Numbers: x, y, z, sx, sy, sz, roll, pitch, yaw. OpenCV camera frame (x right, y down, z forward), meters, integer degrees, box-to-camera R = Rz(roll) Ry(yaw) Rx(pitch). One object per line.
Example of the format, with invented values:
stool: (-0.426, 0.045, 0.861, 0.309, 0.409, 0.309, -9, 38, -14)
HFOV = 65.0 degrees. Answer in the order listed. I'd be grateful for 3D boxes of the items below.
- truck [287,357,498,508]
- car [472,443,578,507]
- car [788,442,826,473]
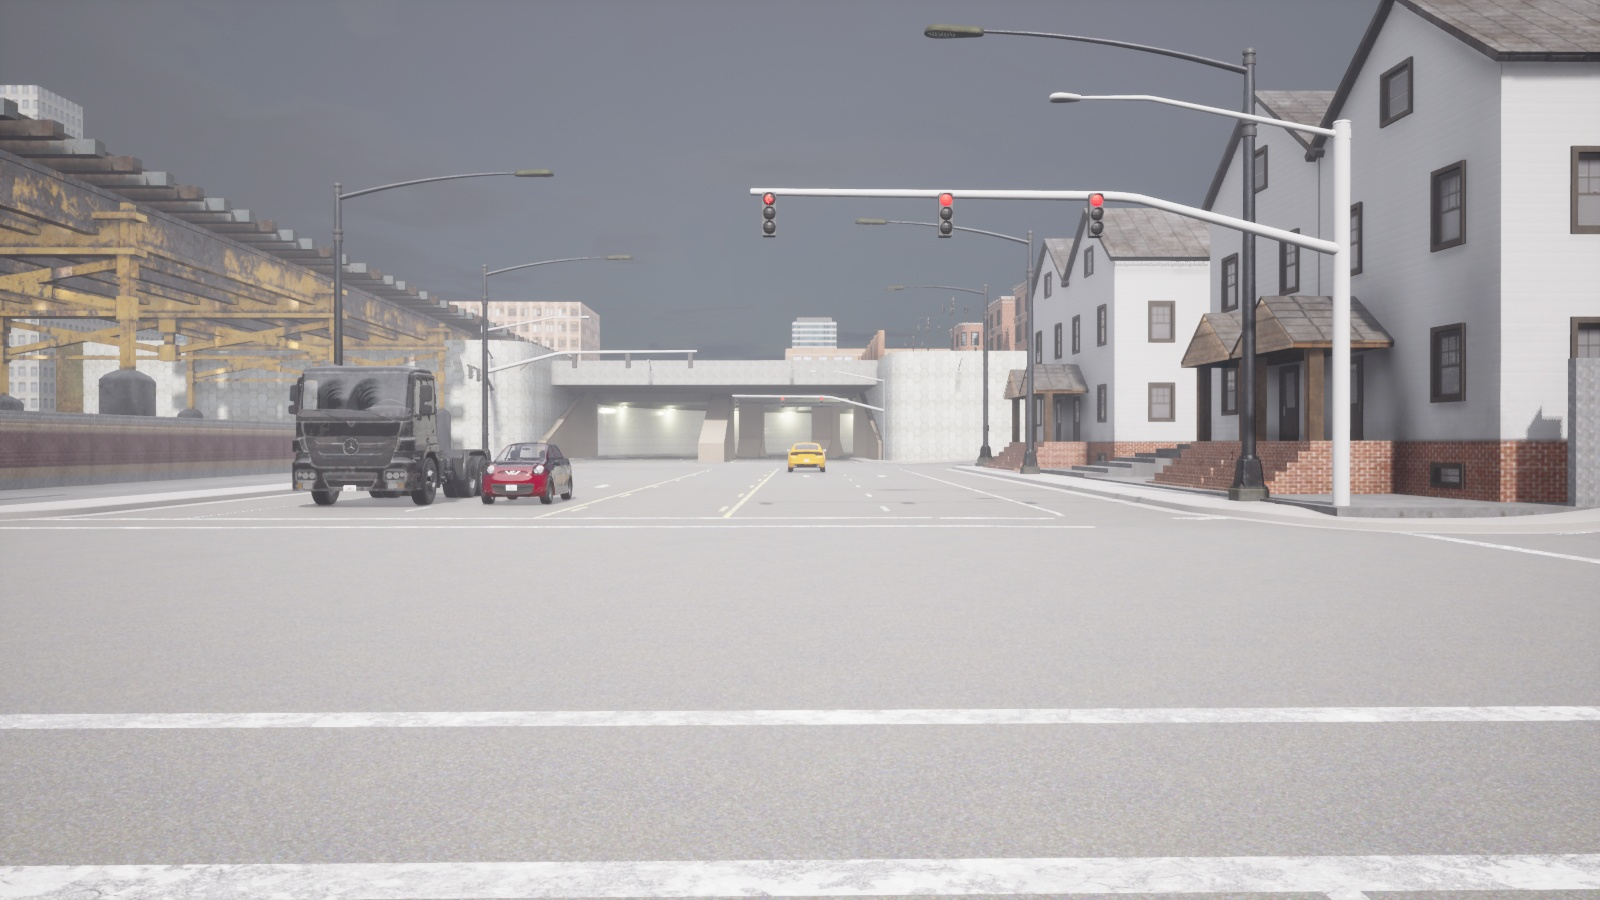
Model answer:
truck: (-10.319, -0.429, 32.822, 2.891, 3.462, 7.936, 0, 0, 0)
car: (-6.827, 0.577, 31.538, 1.845, 1.501, 3.633, 0, 0, 0)
car: (0.343, 0.357, 65.105, 1.882, 1.535, 5.008, 0, 0, 0)
